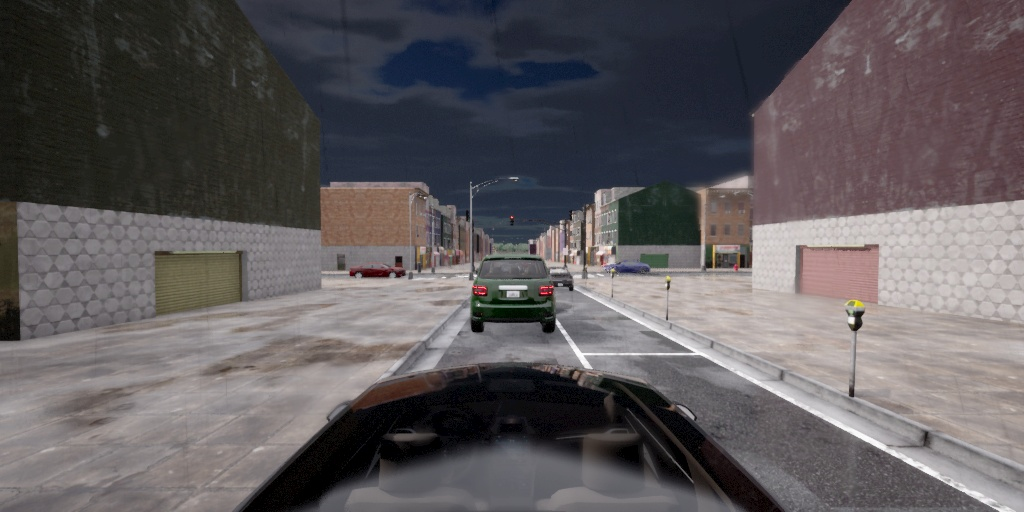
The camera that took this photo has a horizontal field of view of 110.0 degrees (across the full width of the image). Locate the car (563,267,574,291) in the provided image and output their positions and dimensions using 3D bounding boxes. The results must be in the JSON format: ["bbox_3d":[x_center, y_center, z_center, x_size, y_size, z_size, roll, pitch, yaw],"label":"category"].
[{"bbox_3d":[2.594,1.296,21.320,2.007,1.370,4.403,0,0,0],"label":"car"}]

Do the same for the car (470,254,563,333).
[{"bbox_3d":[0.029,0.968,10.905,2.150,2.045,5.566,0,0,0],"label":"car"}]

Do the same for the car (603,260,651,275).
[{"bbox_3d":[11.544,1.171,36.235,4.674,1.442,1.812,0,1,0],"label":"car"}]

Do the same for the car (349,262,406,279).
[{"bbox_3d":[-12.397,1.337,33.248,5.008,1.535,1.882,0,1,-1],"label":"car"}]
